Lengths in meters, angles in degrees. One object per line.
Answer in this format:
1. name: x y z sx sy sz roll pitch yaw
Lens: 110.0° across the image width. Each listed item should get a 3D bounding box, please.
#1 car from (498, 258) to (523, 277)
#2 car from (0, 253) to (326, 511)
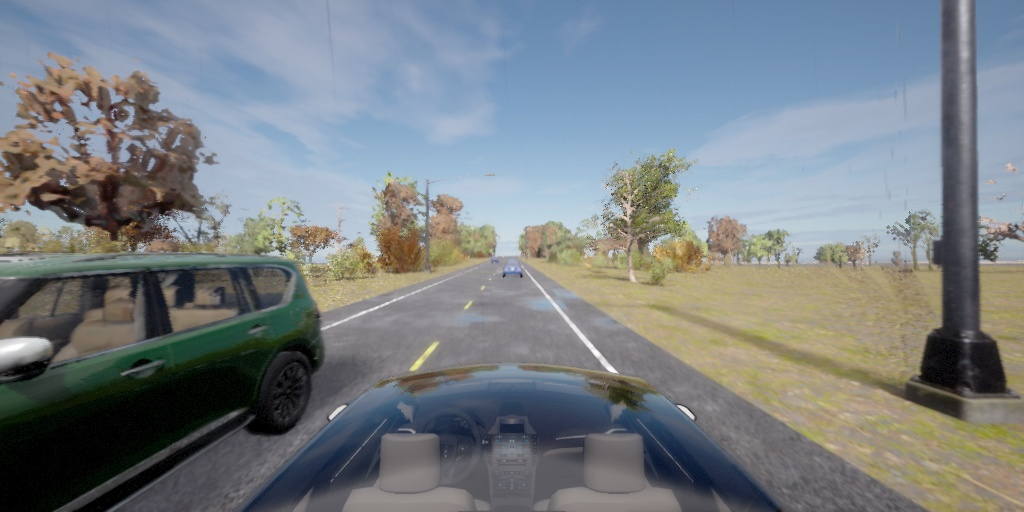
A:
1. car: 0.058 1.170 33.864 2.033 1.411 5.357 0 0 0
2. car: -3.602 0.985 2.606 2.150 2.045 5.566 0 0 0
